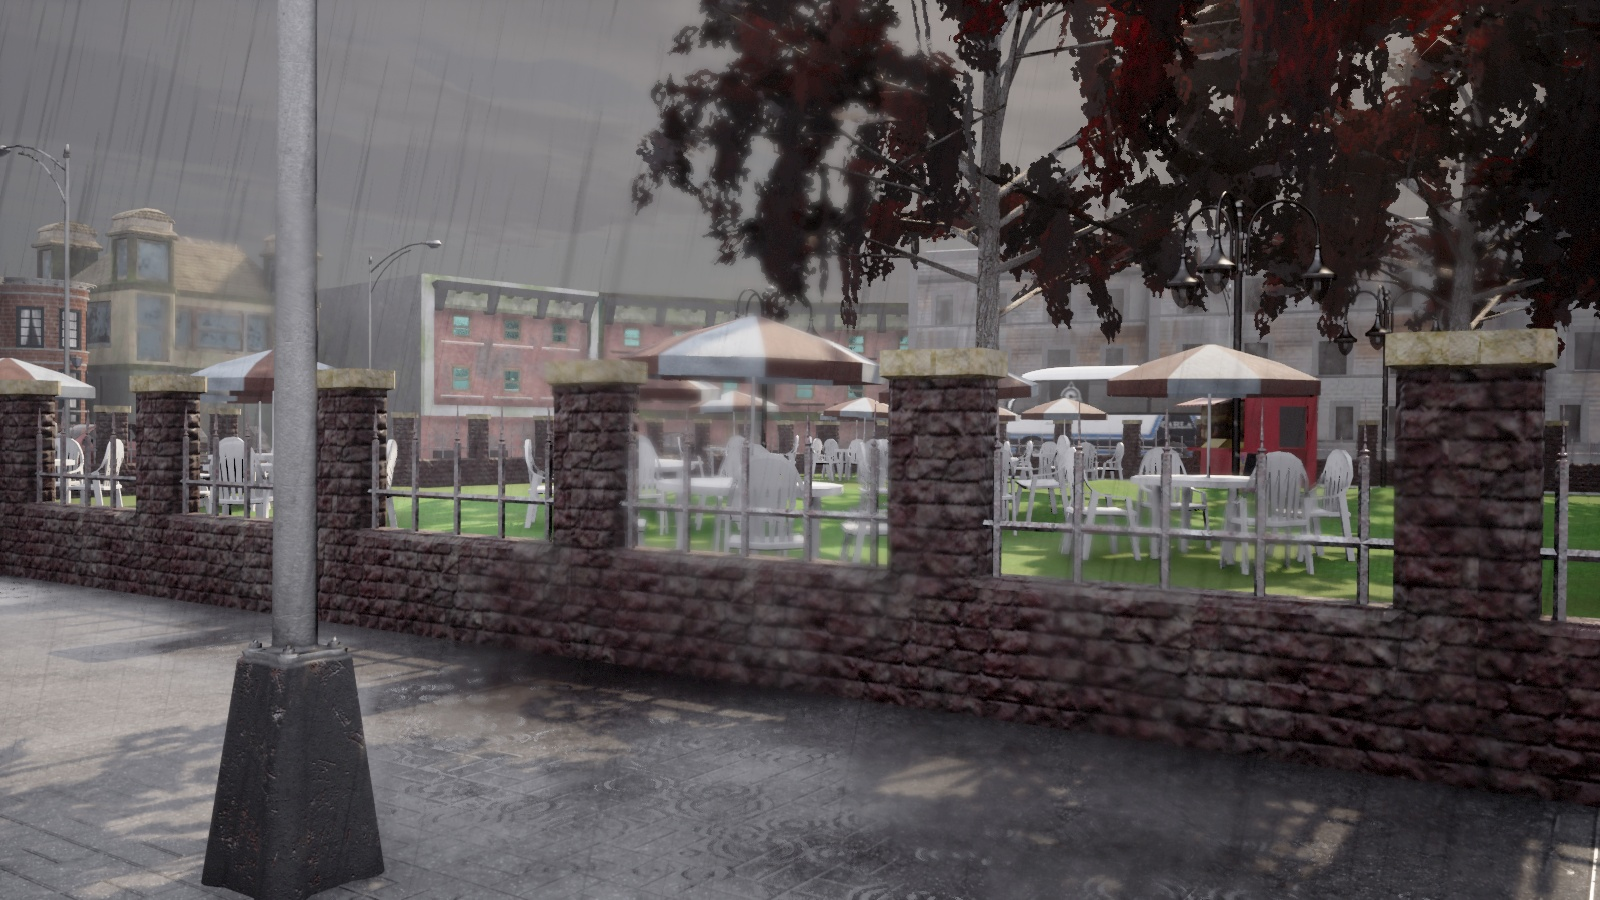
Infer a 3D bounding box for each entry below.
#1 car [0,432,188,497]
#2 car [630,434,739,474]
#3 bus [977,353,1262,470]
[{"bbox_3d":[-19.005,0.338,33.948,1.851,1.617,3.988,0,1,34],"label":"car"},{"bbox_3d":[-4.411,0.125,48.431,1.816,1.474,4.193,0,1,37],"label":"car"},{"bbox_3d":[12.616,-1.444,50.145,10.273,4.253,3.944,0,1,34],"label":"bus"}]
